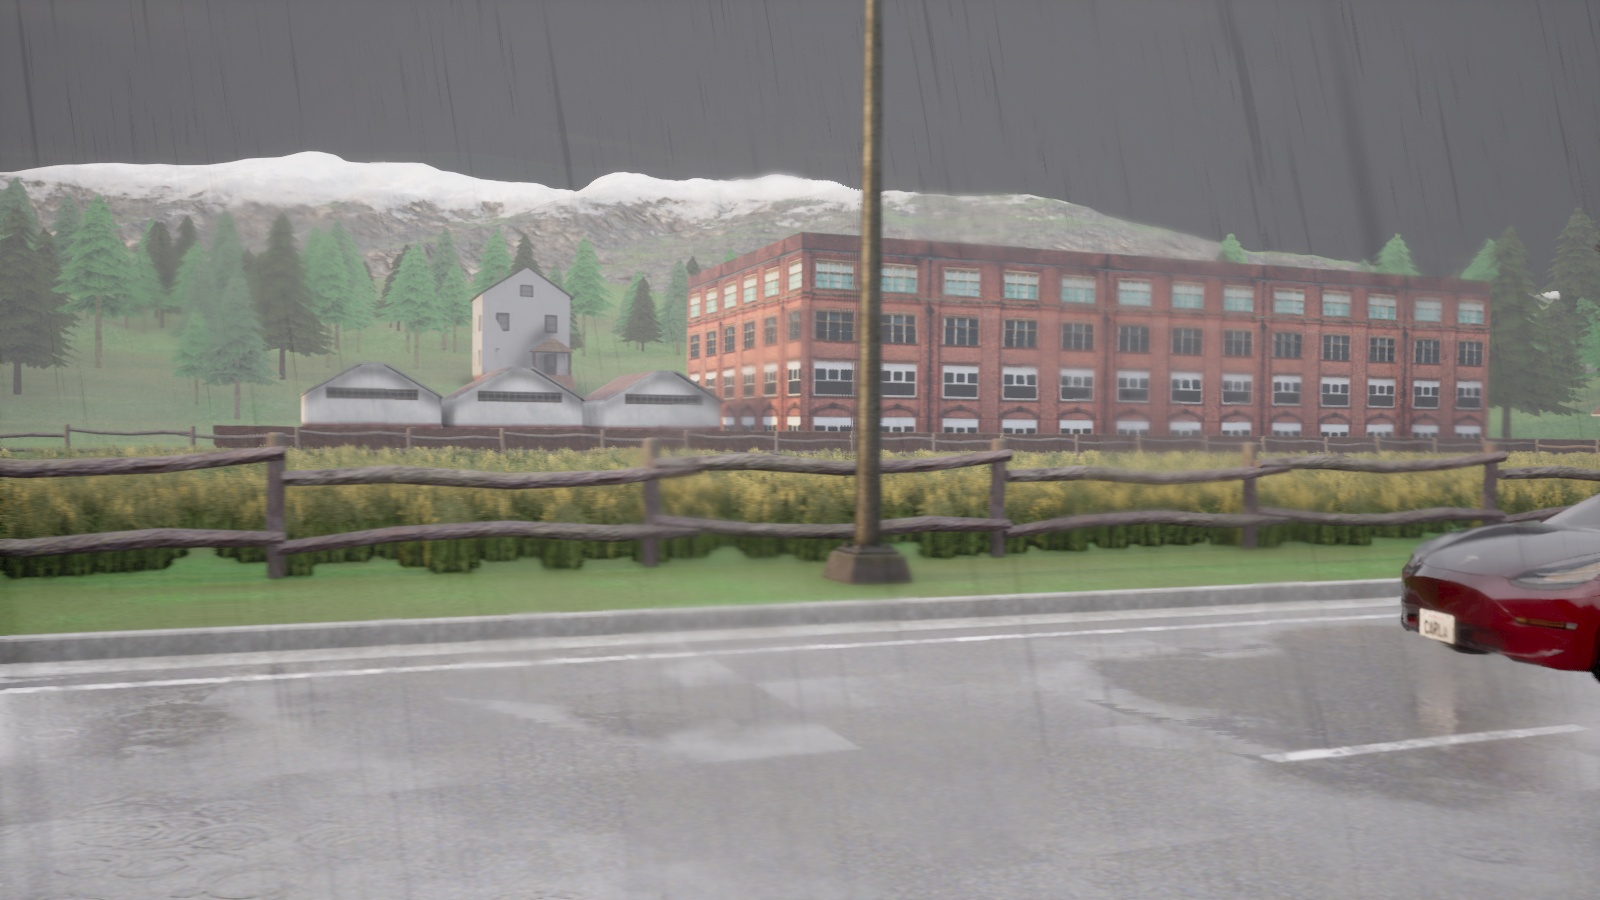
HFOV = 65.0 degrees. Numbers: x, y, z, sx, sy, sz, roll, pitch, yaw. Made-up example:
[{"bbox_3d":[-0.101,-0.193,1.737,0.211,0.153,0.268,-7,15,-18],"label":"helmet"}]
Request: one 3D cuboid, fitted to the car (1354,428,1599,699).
[{"bbox_3d":[6.505,0.594,8.242,4.792,1.488,2.163,-1,1,-5],"label":"car"}]
